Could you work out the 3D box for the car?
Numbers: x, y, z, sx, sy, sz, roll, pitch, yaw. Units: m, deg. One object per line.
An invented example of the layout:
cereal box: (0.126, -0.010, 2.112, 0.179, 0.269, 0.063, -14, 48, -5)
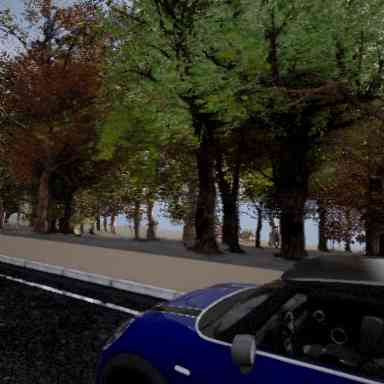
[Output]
car: (1.269, 1.357, 2.778, 4.553, 1.767, 2.097, -1, -1, 35)
